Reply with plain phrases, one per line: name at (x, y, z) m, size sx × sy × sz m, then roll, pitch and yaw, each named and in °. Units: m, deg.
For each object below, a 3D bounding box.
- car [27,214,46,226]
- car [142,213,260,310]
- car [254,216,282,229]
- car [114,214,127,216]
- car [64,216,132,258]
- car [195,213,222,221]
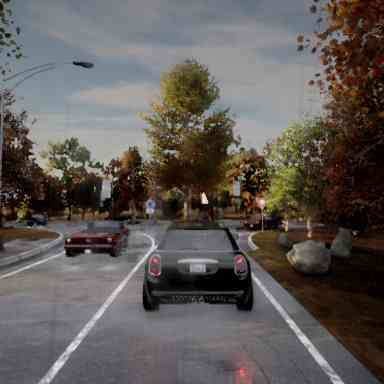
car at (-18.730, 3.398, 40.261) m, size 2.033 × 1.411 × 5.357 m, roll 1°, pitch -4°, yaw -21°
car at (0.126, 1.455, 8.164) m, size 2.097 × 1.767 × 4.553 m, roll 0°, pitch -1°, yaw 1°
car at (7.165, 3.007, 33.301) m, size 1.895 × 1.301 × 4.718 m, roll -3°, pitch -5°, yaw 41°
car at (-13.243, 4.521, 59.539) m, size 4.718 × 1.301 × 1.895 m, roll 1°, pitch -4°, yaw -33°
car at (-3.788, 1.888, 14.013) m, size 1.895 × 1.301 × 4.718 m, roll 0°, pitch -2°, yaw -3°
car at (3.091, 4.634, 61.813) m, size 4.674 × 1.442 × 1.812 m, roll -1°, pitch -4°, yaw 22°
